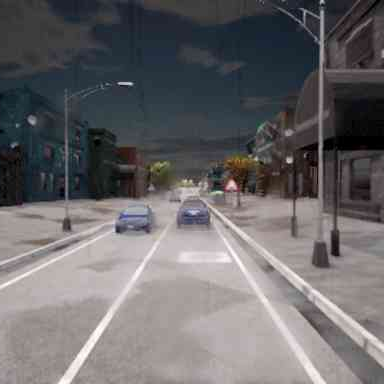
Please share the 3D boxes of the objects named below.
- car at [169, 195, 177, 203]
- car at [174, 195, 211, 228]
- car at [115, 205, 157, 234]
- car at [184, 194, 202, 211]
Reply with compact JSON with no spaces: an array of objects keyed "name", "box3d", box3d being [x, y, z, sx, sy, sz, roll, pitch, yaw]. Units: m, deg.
[{"name":"car","box3d":[-3.038,1.318,60.065,1.994,1.385,4.181,0,0,1]},{"name":"car","box3d":[0.101,1.308,22.080,2.097,1.767,4.553,0,0,0]},{"name":"car","box3d":[-3.100,1.492,19.086,1.812,1.442,4.674,0,0,0]},{"name":"car","box3d":[0.102,1.207,39.762,2.097,1.767,4.553,0,1,0]}]
